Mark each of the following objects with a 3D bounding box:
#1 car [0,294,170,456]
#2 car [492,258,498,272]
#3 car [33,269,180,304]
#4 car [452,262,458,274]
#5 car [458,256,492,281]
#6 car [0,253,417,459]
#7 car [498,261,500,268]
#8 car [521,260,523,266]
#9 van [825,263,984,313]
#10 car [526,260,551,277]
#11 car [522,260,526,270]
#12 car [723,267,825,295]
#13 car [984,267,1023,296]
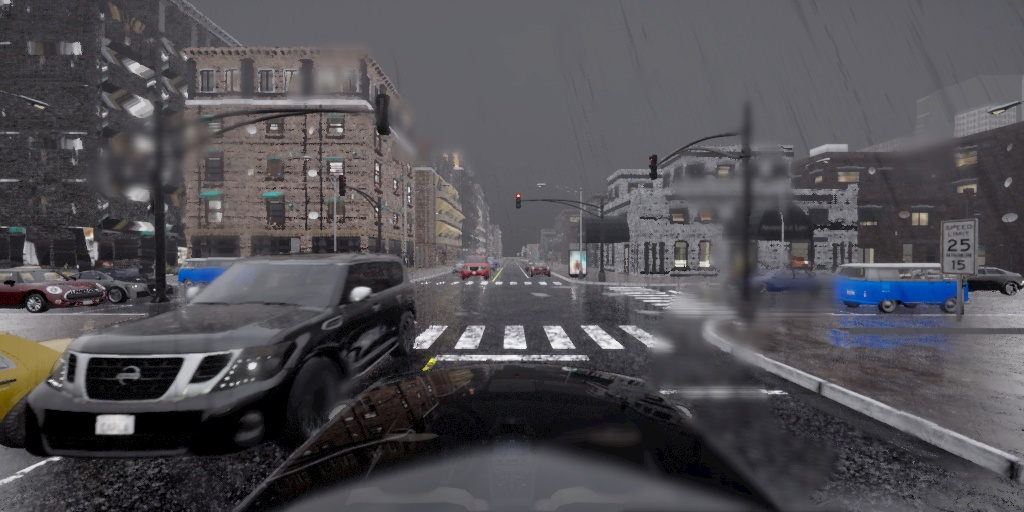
[{"bbox_3d":[-5.692,1.275,2.598,1.751,1.417,4.829,0,0,0],"label":"car"},{"bbox_3d":[-3.127,1.290,46.303,1.812,1.442,4.674,0,0,0],"label":"car"},{"bbox_3d":[-17.743,1.296,15.869,4.181,1.385,1.994,0,0,-1],"label":"car"},{"bbox_3d":[-5.717,1.310,40.920,2.007,1.370,4.403,0,0,0],"label":"car"},{"bbox_3d":[-3.063,0.975,30.843,2.150,2.045,5.566,0,0,-2],"label":"car"},{"bbox_3d":[-3.103,0.971,5.567,2.150,2.045,5.566,0,0,0],"label":"car"},{"bbox_3d":[-3.091,1.383,63.104,1.895,1.301,4.718,0,0,0],"label":"car"},{"bbox_3d":[2.656,1.321,52.331,2.007,1.370,4.403,0,0,0],"label":"car"},{"bbox_3d":[14.648,1.156,13.548,3.998,1.789,1.690,0,0,0],"label":"van"},{"bbox_3d":[2.668,1.195,35.241,1.967,1.591,4.097,0,0,0],"label":"car"},{"bbox_3d":[2.660,1.347,46.634,1.802,1.307,4.207,0,0,0],"label":"car"},{"bbox_3d":[14.498,1.320,19.334,5.357,1.411,2.033,0,0,-1],"label":"car"},{"bbox_3d":[24.423,1.290,19.411,4.902,1.511,2.128,0,0,0],"label":"car"}]
